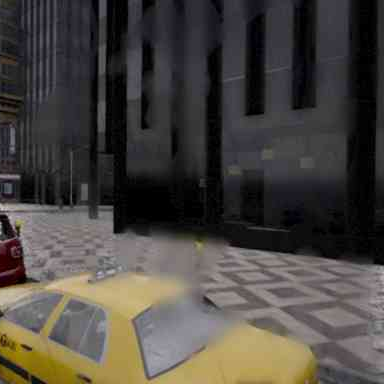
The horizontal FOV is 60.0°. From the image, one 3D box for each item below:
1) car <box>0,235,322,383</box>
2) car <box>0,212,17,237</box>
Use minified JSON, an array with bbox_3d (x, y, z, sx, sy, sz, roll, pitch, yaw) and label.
[{"bbox_3d":[-1.121,1.492,3.759,4.829,1.417,1.752,1,1,35],"label":"car"},{"bbox_3d":[-5.398,1.222,6.807,5.009,1.841,2.192,1,1,35],"label":"car"}]
